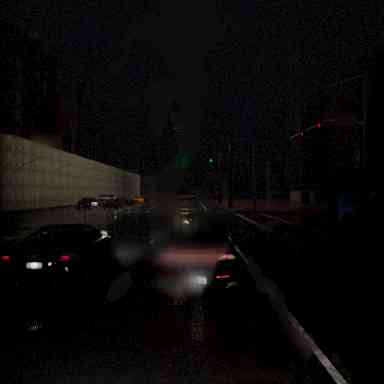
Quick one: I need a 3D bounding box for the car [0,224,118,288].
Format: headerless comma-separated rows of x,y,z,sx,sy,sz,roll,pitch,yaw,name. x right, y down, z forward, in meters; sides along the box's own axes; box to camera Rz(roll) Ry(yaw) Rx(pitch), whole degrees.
-3.410,1.567,9.231,1.994,1.385,4.181,0,0,0,car

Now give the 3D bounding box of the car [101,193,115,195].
-13.997,1.239,54.580,2.150,2.045,5.566,0,0,1,car

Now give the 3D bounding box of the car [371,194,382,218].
15.149,1.231,28.544,5.566,2.045,2.150,0,0,0,car

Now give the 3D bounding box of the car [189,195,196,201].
0.148,1.552,84.933,2.128,1.511,4.902,0,0,0,car

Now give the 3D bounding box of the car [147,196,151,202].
-10.371,1.497,74.060,1.882,1.535,5.008,0,0,0,car

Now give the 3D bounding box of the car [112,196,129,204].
-13.910,1.568,65.205,2.033,1.411,5.357,0,0,1,car

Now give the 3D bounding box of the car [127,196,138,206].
-10.492,1.618,53.797,1.895,1.301,4.718,0,0,0,car

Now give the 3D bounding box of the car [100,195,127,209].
-10.514,1.540,44.690,1.812,1.442,4.674,0,0,0,car

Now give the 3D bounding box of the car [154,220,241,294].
0.099,1.495,8.818,2.128,1.511,4.902,0,0,-1,car

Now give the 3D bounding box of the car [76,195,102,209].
-14.013,1.519,44.726,1.837,1.490,4.892,0,0,0,car

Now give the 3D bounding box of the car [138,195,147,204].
-10.434,1.498,63.900,1.882,1.535,5.008,0,0,1,car
